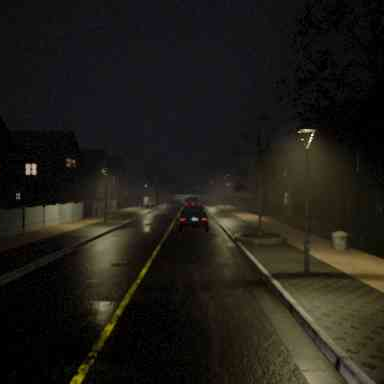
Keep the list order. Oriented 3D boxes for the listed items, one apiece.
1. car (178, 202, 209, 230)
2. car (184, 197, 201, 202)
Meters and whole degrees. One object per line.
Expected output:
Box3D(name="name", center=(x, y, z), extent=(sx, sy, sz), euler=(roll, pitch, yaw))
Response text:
Box3D(name="car", center=(0.101, 1.583, 21.105), extent=(2.033, 1.411, 5.357), euler=(0, 0, 0))
Box3D(name="car", center=(0.103, 1.422, 41.386), extent=(2.097, 1.767, 4.553), euler=(0, 0, 0))
